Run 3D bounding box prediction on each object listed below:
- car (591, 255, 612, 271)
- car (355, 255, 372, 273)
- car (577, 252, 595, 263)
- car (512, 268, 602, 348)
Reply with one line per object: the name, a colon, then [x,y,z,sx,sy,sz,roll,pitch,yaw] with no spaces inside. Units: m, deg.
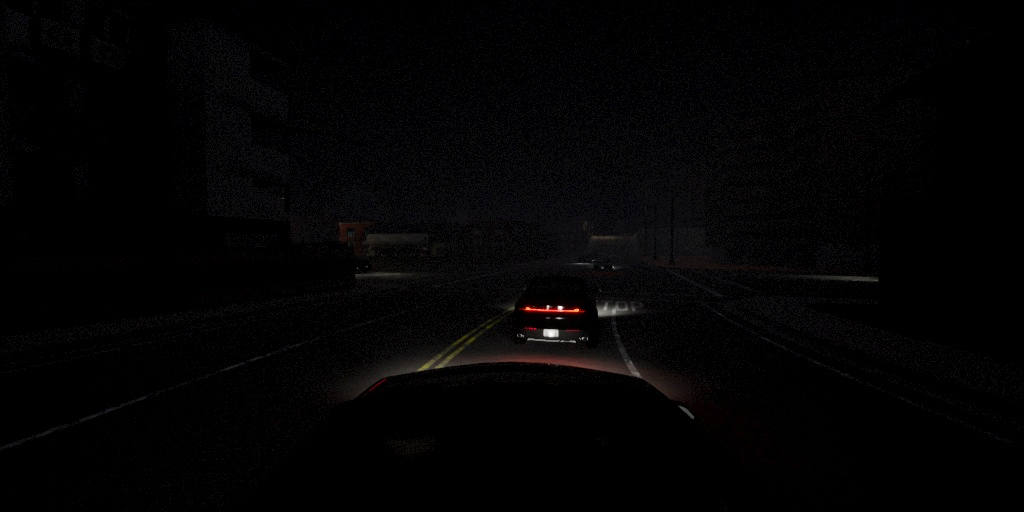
car: [10.223,0.903,40.045,1.895,1.301,4.718,1,2,17]
car: [-16.452,0.638,34.988,5.566,2.045,2.150,0,1,18]
car: [11.613,0.400,57.206,2.033,1.411,5.357,0,1,17]
car: [1.260,1.247,9.380,1.837,1.490,4.892,0,0,12]
